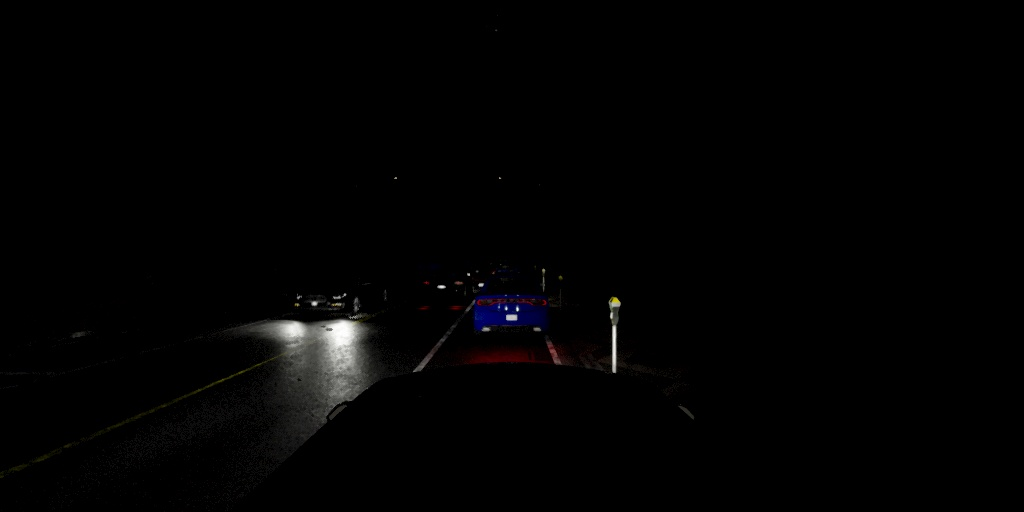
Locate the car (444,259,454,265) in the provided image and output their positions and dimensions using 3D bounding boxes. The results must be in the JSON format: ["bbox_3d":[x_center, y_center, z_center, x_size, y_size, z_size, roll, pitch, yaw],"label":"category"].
[{"bbox_3d":[-8.908,1.331,44.482,1.948,1.339,4.313,0,0,0],"label":"car"}]

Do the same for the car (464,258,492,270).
[{"bbox_3d":[-3.145,1.238,34.919,1.882,1.535,5.008,0,0,0],"label":"car"}]

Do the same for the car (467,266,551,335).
[{"bbox_3d":[-0.006,1.228,10.500,1.882,1.535,5.008,0,0,0],"label":"car"}]

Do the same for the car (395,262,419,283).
[{"bbox_3d":[-8.908,1.323,27.572,1.948,1.339,4.313,0,0,0],"label":"car"}]

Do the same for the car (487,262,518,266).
[{"bbox_3d":[-0.383,1.280,22.119,1.751,1.417,4.829,0,0,0],"label":"car"}]

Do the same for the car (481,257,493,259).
[{"bbox_3d":[-3.045,1.261,51.708,2.128,1.511,4.902,0,0,0],"label":"car"}]

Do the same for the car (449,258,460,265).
[{"bbox_3d":[-8.908,1.334,50.119,1.948,1.339,4.313,0,0,0],"label":"car"}]

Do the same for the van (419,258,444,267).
[{"bbox_3d":[-8.908,1.104,38.846,1.690,1.789,3.998,0,0,0],"label":"van"}]

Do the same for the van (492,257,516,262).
[{"bbox_3d":[-0.383,1.098,27.584,1.690,1.789,3.998,0,0,0],"label":"van"}]

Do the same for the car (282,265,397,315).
[{"bbox_3d":[-6.245,1.256,13.759,1.837,1.490,4.892,0,0,0],"label":"car"}]

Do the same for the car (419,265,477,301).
[{"bbox_3d":[-3.046,1.316,17.526,1.994,1.385,4.181,0,0,0],"label":"car"}]

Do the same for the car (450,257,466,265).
[{"bbox_3d":[-8.908,1.086,55.755,2.192,1.841,5.009,0,0,0],"label":"car"}]

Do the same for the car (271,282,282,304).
[{"bbox_3d":[-8.908,1.297,16.299,1.888,1.381,4.507,0,0,0],"label":"car"}]
